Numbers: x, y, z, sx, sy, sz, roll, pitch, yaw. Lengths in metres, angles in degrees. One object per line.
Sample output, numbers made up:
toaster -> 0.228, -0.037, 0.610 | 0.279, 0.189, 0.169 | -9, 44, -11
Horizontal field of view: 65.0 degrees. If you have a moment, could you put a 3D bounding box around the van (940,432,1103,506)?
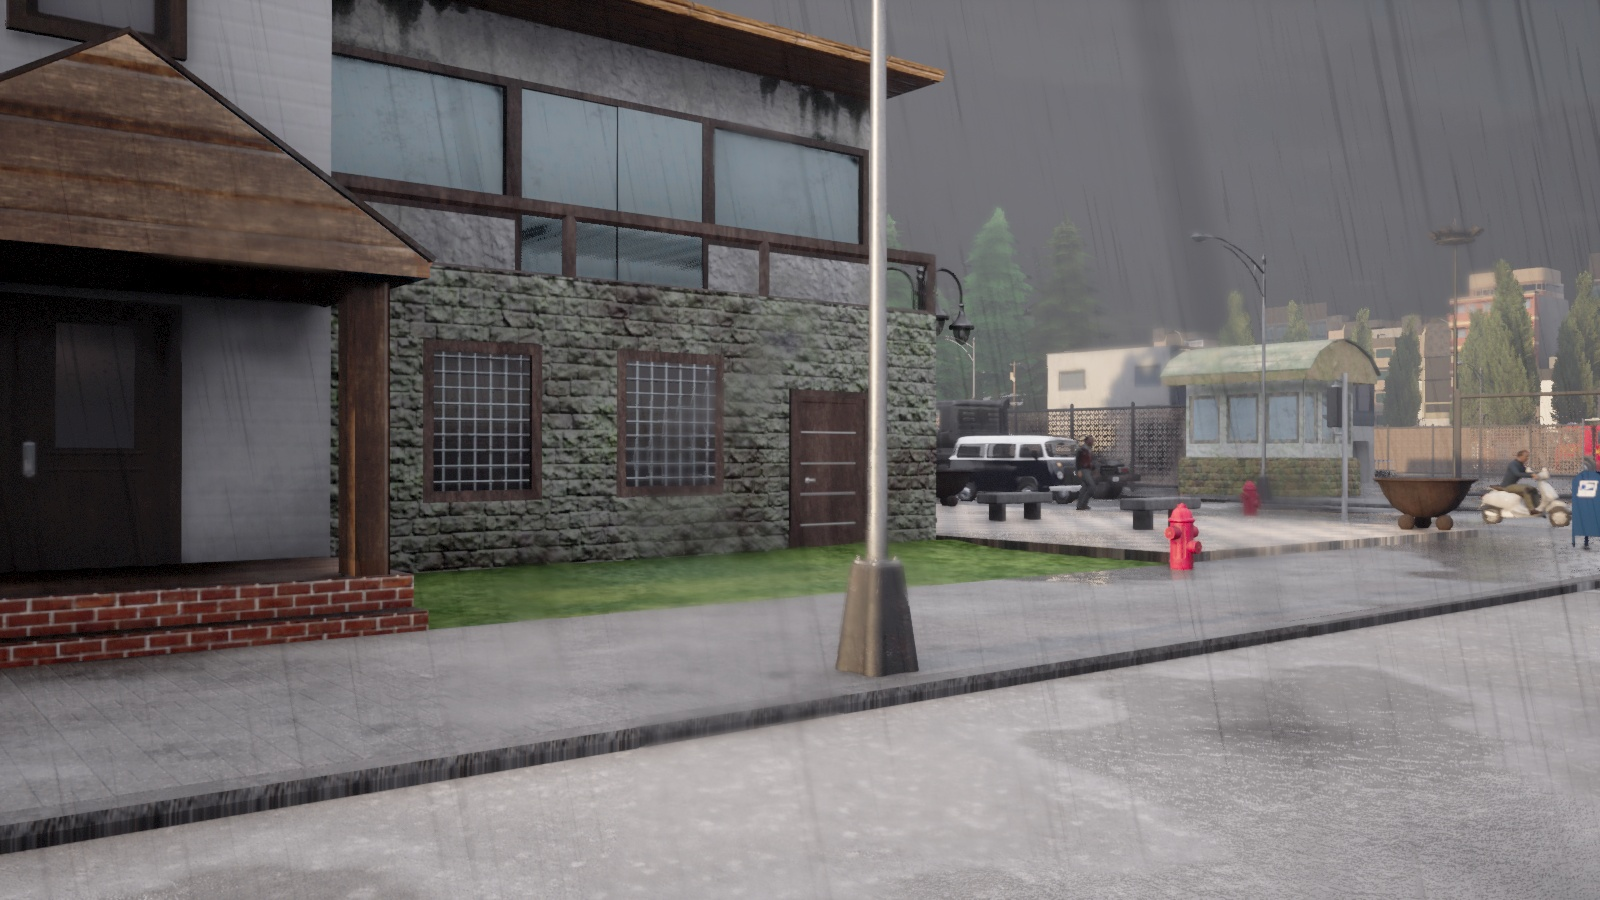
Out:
van -> 6.472, 0.548, 37.137 | 2.069, 2.038, 4.480 | 0, -1, -38

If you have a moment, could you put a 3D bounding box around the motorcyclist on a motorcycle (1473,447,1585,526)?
motorcyclist on a motorcycle -> 15.148, 0.730, 26.134 | 0.866, 1.590, 1.817 | 0, 0, -38

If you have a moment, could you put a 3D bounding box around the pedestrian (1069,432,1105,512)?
pedestrian -> 6.670, 0.507, 29.178 | 0.720, 1.854, 0.376 | 0, 0, 41

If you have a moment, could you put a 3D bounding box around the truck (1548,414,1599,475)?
truck -> 52.102, -0.338, 78.686 | 2.891, 3.827, 8.468 | 0, 0, -39

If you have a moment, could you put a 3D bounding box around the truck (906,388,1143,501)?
truck -> 7.380, -0.149, 42.451 | 2.891, 3.462, 7.936 | 0, 0, -38
